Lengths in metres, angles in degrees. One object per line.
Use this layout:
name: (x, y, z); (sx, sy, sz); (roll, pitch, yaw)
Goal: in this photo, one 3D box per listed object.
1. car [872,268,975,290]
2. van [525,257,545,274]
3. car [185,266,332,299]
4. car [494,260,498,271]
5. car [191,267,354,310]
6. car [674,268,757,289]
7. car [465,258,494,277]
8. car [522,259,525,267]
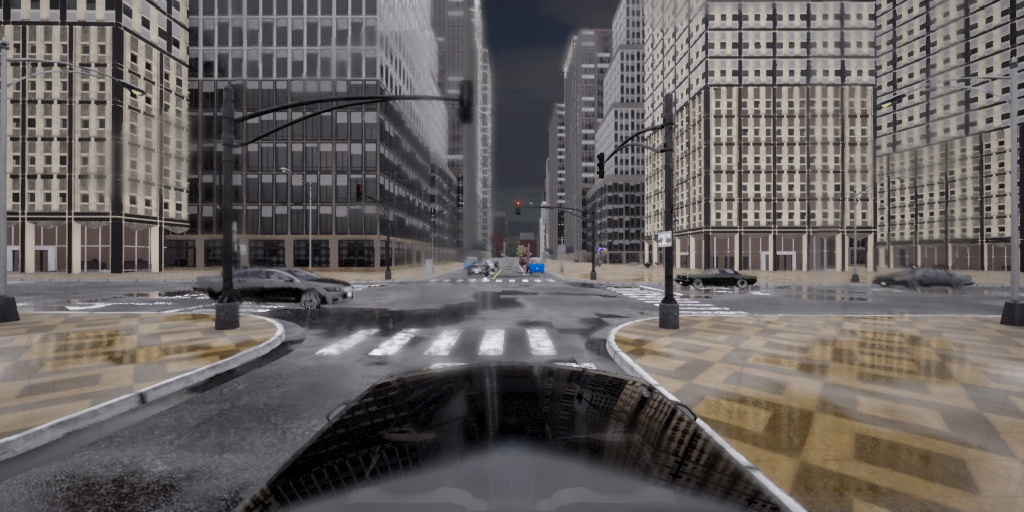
car: (27.804, 1.522, 24.289); (5.357, 1.411, 2.033); (0, 0, -1)
van: (2.686, 1.090, 39.821); (1.690, 1.789, 3.998); (0, 0, 0)
car: (-11.744, 1.213, 16.966); (5.357, 1.411, 2.033); (0, 0, -5)
car: (-3.192, 1.276, 45.828); (1.812, 1.442, 4.674); (0, 0, 0)
car: (-8.632, 1.172, 13.578); (4.902, 1.511, 2.128); (1, 0, -1)
car: (13.492, 1.483, 23.989); (4.718, 1.301, 1.895); (0, 0, -1)
car: (-3.232, 1.241, 35.655); (2.128, 1.511, 4.902); (0, 0, 0)
car: (2.618, 1.295, 45.359); (1.888, 1.381, 4.507); (0, 0, 0)
